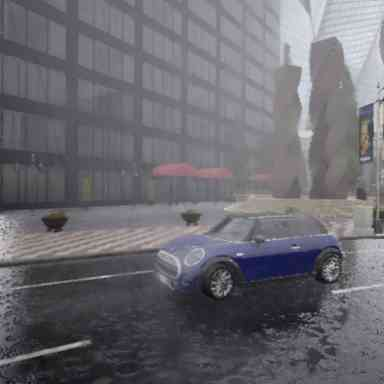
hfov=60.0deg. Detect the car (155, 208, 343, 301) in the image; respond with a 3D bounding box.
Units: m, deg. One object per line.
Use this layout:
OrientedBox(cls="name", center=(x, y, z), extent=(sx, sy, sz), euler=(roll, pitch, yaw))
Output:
OrientedBox(cls="car", center=(1.424, 1.303, 8.166), extent=(4.553, 1.767, 2.097), euler=(0, 1, -25))
